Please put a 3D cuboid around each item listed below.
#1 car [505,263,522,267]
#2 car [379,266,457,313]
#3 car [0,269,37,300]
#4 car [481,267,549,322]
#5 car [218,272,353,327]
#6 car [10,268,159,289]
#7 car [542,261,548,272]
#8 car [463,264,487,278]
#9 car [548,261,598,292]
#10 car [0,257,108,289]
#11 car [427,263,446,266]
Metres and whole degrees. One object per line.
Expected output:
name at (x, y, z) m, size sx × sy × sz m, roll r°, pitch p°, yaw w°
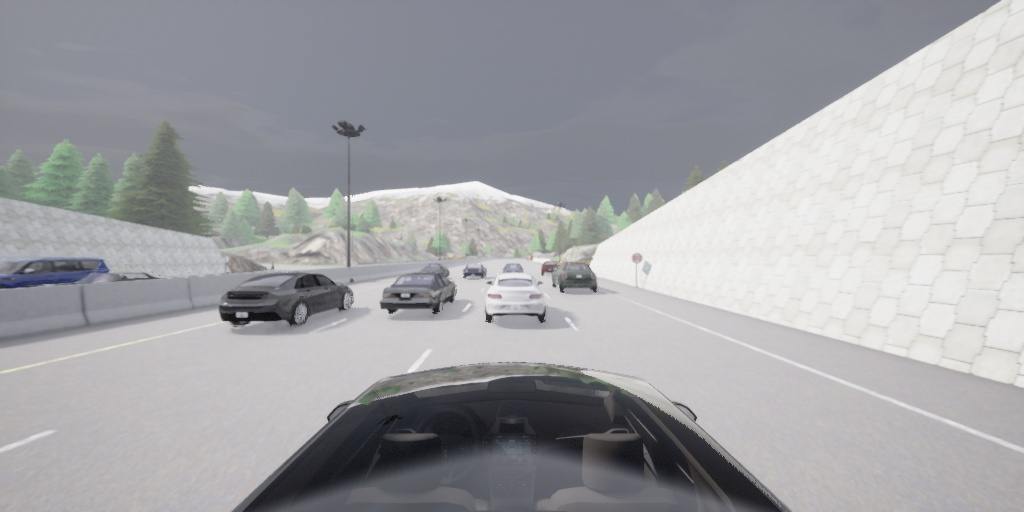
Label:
car at (0.105, 1.308, 30.843) m, size 2.033 × 1.411 × 5.357 m, roll 0°, pitch 0°, yaw 0°
car at (-3.398, 1.302, 13.934) m, size 2.033 × 1.411 × 5.357 m, roll 0°, pitch 0°, yaw 0°
car at (-24.498, 1.321, 15.632) m, size 1.994 × 1.385 × 4.181 m, roll 0°, pitch 0°, yaw 0°
car at (0.101, 1.280, 12.238) m, size 1.812 × 1.442 × 4.674 m, roll 0°, pitch 0°, yaw 0°
car at (-6.898, 1.259, 11.584) m, size 1.837 × 1.490 × 4.892 m, roll 0°, pitch 0°, yaw 0°
car at (-17.498, 1.364, 15.601) m, size 1.895 × 1.301 × 4.718 m, roll 0°, pitch 0°, yaw 0°
car at (4.305, 1.241, 39.808) m, size 1.882 × 1.535 × 5.008 m, roll 0°, pitch 0°, yaw 7°
car at (-3.394, 1.363, 33.683) m, size 1.895 × 1.301 × 4.718 m, roll 0°, pitch 0°, yaw 0°
car at (3.604, 1.109, 21.374) m, size 2.097 × 1.767 × 4.553 m, roll 0°, pitch 0°, yaw 0°
car at (-20.998, 1.084, 15.601) m, size 2.150 × 2.045 × 5.566 m, roll 0°, pitch 0°, yaw 0°
car at (-6.896, 1.325, 32.300) m, size 1.994 × 1.385 × 4.181 m, roll 0°, pitch 0°, yaw 0°
